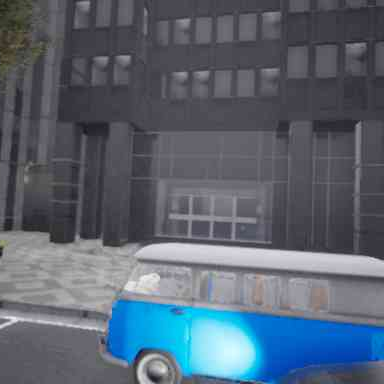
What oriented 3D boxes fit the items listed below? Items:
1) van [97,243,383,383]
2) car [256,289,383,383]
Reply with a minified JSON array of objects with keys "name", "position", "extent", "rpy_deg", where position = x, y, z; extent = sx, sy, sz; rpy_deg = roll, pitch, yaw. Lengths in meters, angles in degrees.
[{"name":"van","position":[0.832,1.670,4.490],"extent":[3.998,1.788,1.690],"rpy_deg":[2,-3,12]},{"name":"car","position":[2.819,1.809,2.169],"extent":[4.674,1.442,1.812],"rpy_deg":[2,-3,12]}]
